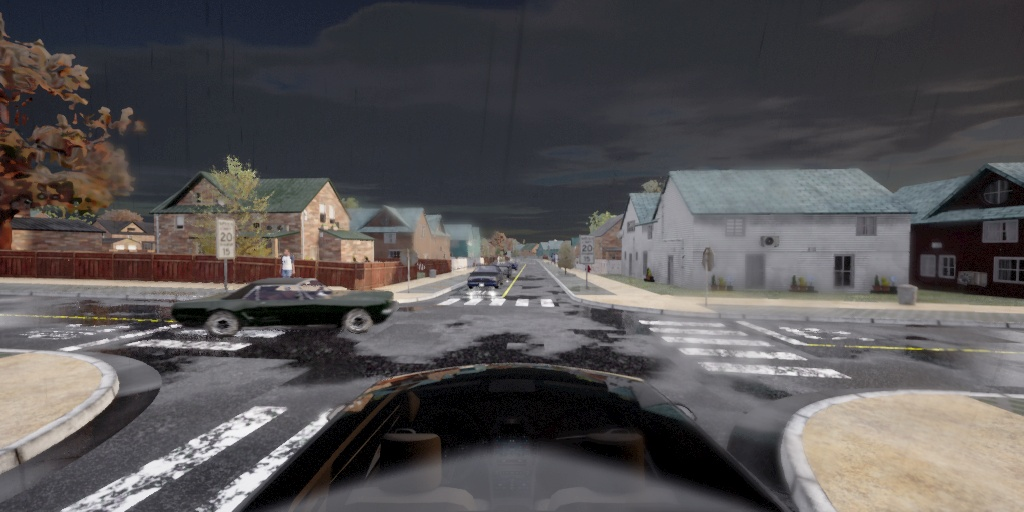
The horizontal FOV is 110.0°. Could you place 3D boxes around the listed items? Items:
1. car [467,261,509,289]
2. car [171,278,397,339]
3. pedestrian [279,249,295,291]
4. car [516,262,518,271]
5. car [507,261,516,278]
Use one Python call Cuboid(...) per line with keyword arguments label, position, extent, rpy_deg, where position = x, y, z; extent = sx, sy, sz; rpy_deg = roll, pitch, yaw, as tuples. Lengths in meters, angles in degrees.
Cuboid(label="car", position=(-1.574, 1.264, 23.025), extent=(2.033, 1.411, 5.357), rpy_deg=(0, 0, 3))
Cuboid(label="car", position=(-5.479, 1.246, 9.334), extent=(4.718, 1.301, 1.895), rpy_deg=(1, 1, -12))
Cuboid(label="pedestrian", position=(-8.917, 0.593, 14.242), extent=(0.375, 1.860, 0.375), rpy_deg=(0, 0, 4))
Cuboid(label="car", position=(-0.204, 1.274, 46.874), extent=(1.895, 1.301, 4.718), rpy_deg=(0, 0, 3))
Cuboid(label="car", position=(-1.020, 1.192, 32.791), extent=(2.128, 1.511, 4.902), rpy_deg=(0, 0, 3))
